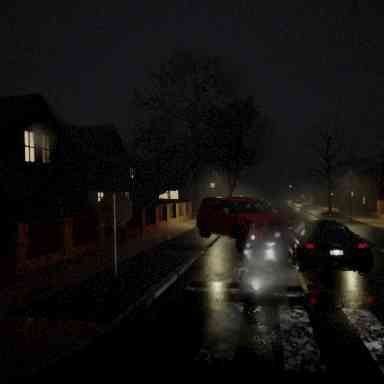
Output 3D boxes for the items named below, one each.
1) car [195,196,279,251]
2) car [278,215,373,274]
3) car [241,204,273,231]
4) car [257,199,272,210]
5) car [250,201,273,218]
[{"bbox_3d":[2.062,1.235,14.932,2.150,2.045,5.566,1,0,-24],"label":"car"},{"bbox_3d":[4.118,1.585,10.687,1.994,1.385,4.181,-2,-1,9],"label":"car"},{"bbox_3d":[4.374,1.588,21.935,1.812,1.442,4.674,-1,0,13],"label":"car"},{"bbox_3d":[10.176,1.692,46.740,1.895,1.301,4.718,-1,0,13],"label":"car"},{"bbox_3d":[6.613,1.637,31.646,1.994,1.385,4.181,-1,0,13],"label":"car"}]
